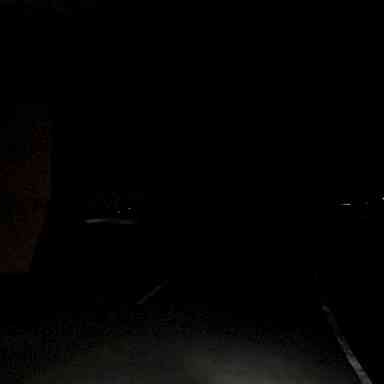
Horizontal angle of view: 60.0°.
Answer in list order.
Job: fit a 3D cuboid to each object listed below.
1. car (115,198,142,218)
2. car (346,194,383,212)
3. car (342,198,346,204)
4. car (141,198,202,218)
[{"bbox_3d":[-4.128,1.234,27.334,2.128,1.511,4.902,1,1,37],"label":"car"},{"bbox_3d":[19.428,1.183,36.728,4.553,1.767,2.097,0,1,-40],"label":"car"},{"bbox_3d":[26.476,1.297,54.395,4.181,1.385,1.994,0,1,-29],"label":"car"},{"bbox_3d":[-1.208,1.257,25.431,1.882,1.535,5.008,1,0,37],"label":"car"}]
